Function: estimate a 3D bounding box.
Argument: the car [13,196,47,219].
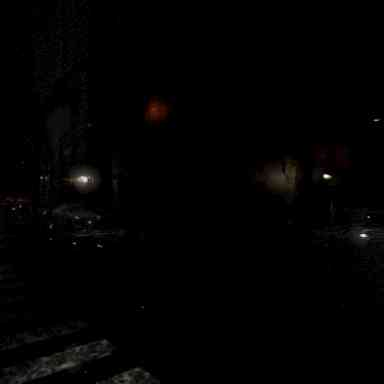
[{"bbox_3d":[-13.218,1.395,28.245,2.128,1.511,4.902,1,0,-39],"label":"car"}]

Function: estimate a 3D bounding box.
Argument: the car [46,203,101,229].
[{"bbox_3d":[-7.433,1.470,21.141,1.812,1.442,4.674,1,0,-40],"label":"car"}]

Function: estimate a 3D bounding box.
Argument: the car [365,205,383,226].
[{"bbox_3d":[14.401,1.652,24.126,5.008,1.535,1.882,1,0,-39],"label":"car"}]

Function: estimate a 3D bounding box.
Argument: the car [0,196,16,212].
[{"bbox_3d":[-20.133,1.459,36.760,1.895,1.301,4.718,1,0,-39],"label":"car"}]
